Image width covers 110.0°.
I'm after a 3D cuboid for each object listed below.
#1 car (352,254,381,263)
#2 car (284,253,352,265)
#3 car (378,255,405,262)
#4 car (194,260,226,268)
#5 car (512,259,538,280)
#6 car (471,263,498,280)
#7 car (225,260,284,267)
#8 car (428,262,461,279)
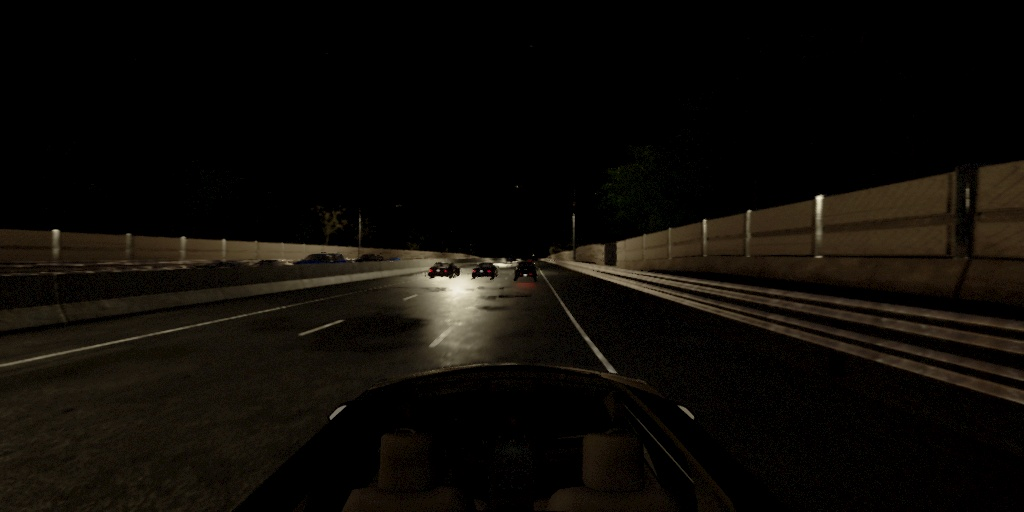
[{"bbox_3d":[-18.982,0.767,47.936,2.150,2.045,5.566,1,0,4],"label":"car"},{"bbox_3d":[-16.408,0.797,30.729,2.150,2.045,5.566,1,0,3],"label":"car"},{"bbox_3d":[-15.502,1.059,47.748,1.882,1.535,5.008,1,0,4],"label":"car"},{"bbox_3d":[-23.489,1.046,29.432,2.033,1.411,5.357,1,0,3],"label":"car"},{"bbox_3d":[1.186,1.267,30.962,1.837,1.490,4.892,1,0,3],"label":"car"},{"bbox_3d":[-2.311,1.270,31.118,2.033,1.411,5.357,1,0,3],"label":"car"},{"bbox_3d":[-19.991,1.083,29.329,2.033,1.411,5.357,1,0,3],"label":"car"},{"bbox_3d":[-5.805,1.233,31.297,2.033,1.411,5.357,1,0,3],"label":"car"}]
